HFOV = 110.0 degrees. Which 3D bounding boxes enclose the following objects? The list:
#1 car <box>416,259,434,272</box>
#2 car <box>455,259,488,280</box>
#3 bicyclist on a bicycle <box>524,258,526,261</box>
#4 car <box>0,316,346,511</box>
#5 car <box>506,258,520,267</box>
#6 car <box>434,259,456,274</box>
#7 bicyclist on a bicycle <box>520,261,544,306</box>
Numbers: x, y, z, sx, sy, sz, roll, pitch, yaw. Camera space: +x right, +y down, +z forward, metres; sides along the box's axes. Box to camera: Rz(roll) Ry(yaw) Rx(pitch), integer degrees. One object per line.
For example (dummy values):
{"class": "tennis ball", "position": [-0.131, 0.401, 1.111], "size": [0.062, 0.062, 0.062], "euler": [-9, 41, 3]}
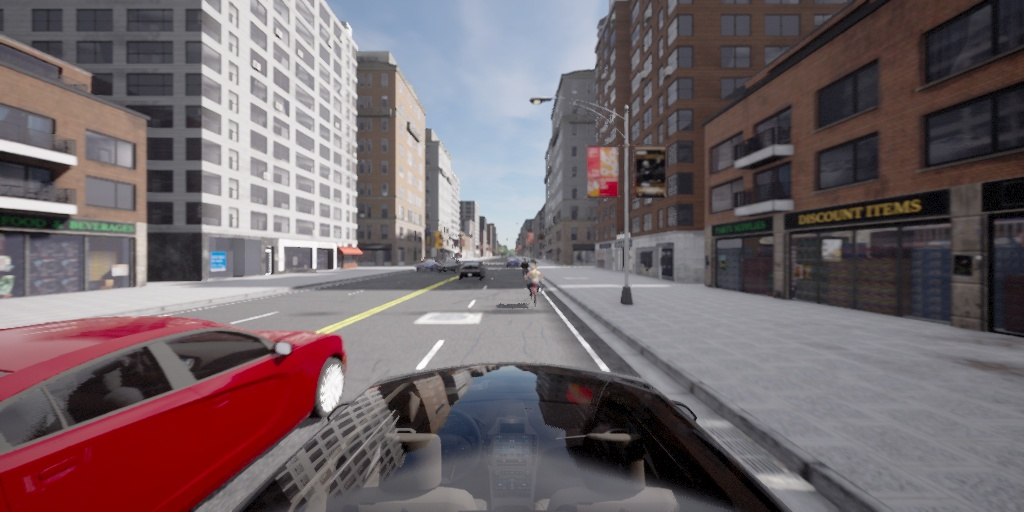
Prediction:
{"class": "car", "position": [-9.824, 1.076, 41.953], "size": [1.812, 1.442, 4.674], "euler": [0, 0, 0]}
{"class": "car", "position": [-3.143, 1.119, 29.365], "size": [1.837, 1.490, 4.892], "euler": [0, 1, 0]}
{"class": "bicyclist on a bicycle", "position": [0.899, 1.004, 25.074], "size": [0.659, 1.776, 1.843], "euler": [0, 1, 0]}
{"class": "car", "position": [-3.150, 1.222, 2.828], "size": [1.882, 1.535, 5.008], "euler": [0, 0, 0]}
{"class": "car", "position": [0.107, 1.011, 55.893], "size": [1.812, 1.442, 4.674], "euler": [0, 0, 0]}
{"class": "car", "position": [-6.581, 1.075, 38.111], "size": [1.837, 1.490, 4.892], "euler": [0, 0, 0]}
{"class": "bicyclist on a bicycle", "position": [0.879, 1.124, 14.197], "size": [0.866, 1.612, 1.509], "euler": [0, 0, 0]}
